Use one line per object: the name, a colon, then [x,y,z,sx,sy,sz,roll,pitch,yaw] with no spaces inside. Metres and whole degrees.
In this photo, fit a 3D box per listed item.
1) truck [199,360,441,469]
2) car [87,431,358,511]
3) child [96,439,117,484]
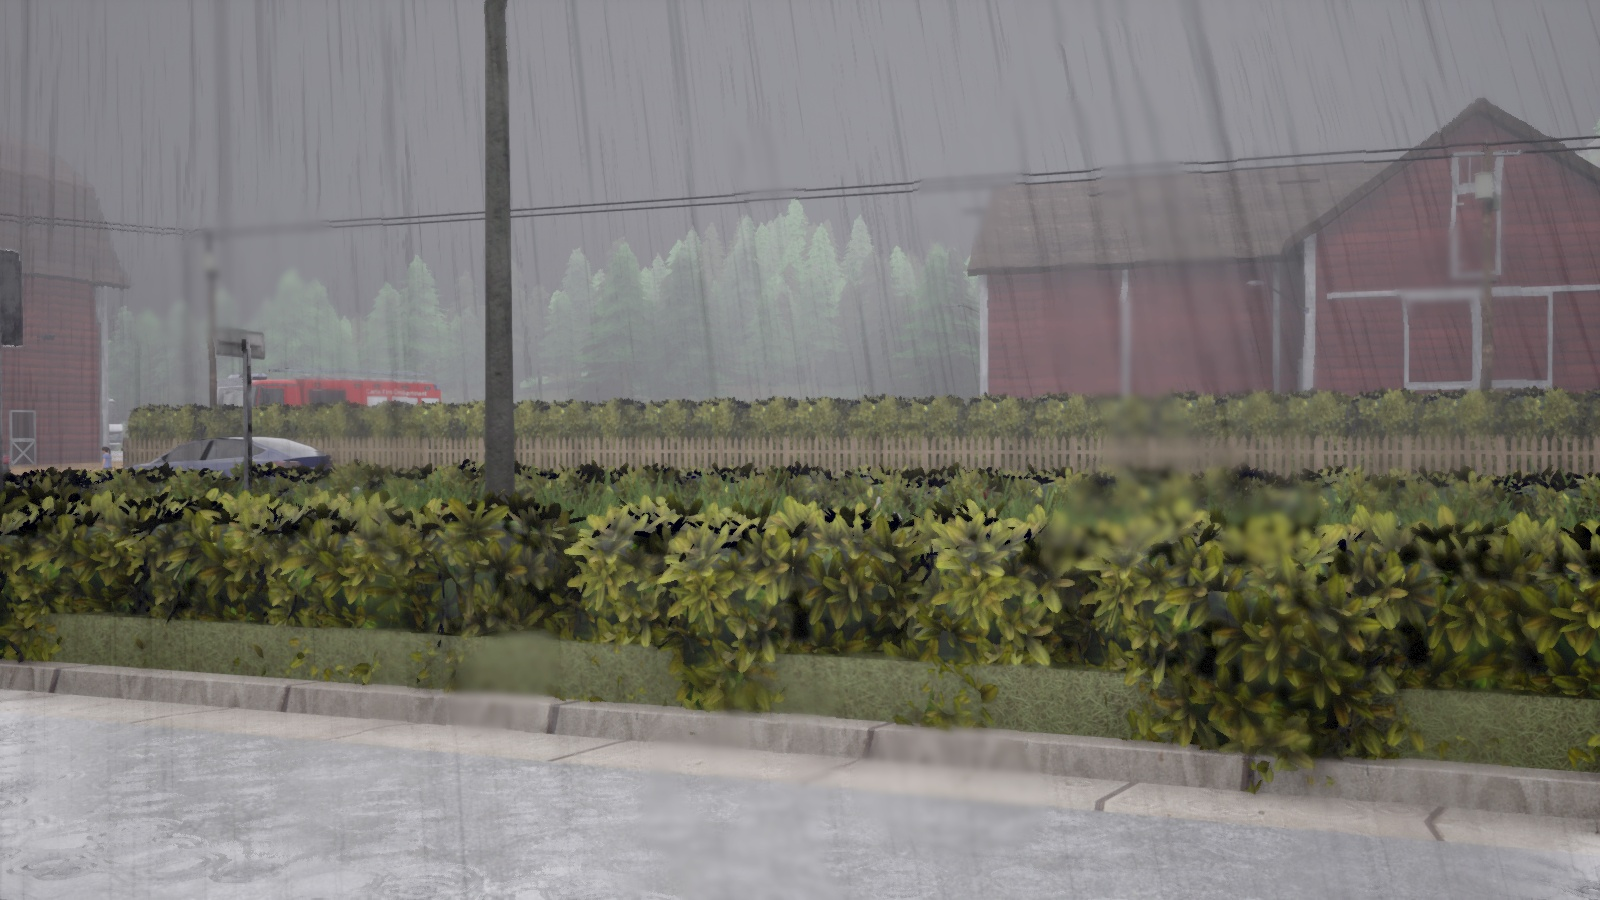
truck: [-18.321,-1.333,48.543,2.891,3.827,8.468,1,1,38]
car: [-11.663,0.376,25.421,4.792,1.488,2.163,1,1,19]
child: [-17.358,0.294,31.426,0.394,1.110,0.255,0,1,6]
